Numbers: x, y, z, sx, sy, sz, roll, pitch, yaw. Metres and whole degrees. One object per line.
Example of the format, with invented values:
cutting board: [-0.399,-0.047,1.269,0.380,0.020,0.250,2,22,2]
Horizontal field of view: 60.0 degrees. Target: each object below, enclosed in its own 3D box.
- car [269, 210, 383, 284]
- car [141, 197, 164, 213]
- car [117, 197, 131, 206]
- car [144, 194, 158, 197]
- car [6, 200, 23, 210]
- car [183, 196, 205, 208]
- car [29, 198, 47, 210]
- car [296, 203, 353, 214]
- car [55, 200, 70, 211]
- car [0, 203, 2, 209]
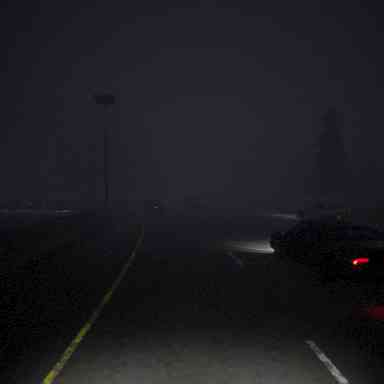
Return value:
car: [3.884,1.484,9.450,2.033,1.411,5.357,-1,0,-6]
car: [-4.438,1.647,38.115,1.994,1.385,4.181,-1,0,-15]
car: [-12.701,1.733,62.409,1.837,1.490,4.892,1,-1,-25]
car: [-7.523,1.362,59.614,2.150,2.045,5.566,0,0,-24]
car: [-27.336,1.986,51.389,1.837,1.490,4.892,-1,0,-21]
car: [0.233,1.358,47.360,2.097,1.767,4.553,-1,0,-18]
car: [-23.162,1.754,50.167,2.097,1.767,4.553,-1,0,-20]
car: [9.398,1.447,24.159,1.895,1.301,4.718,-1,0,-9]
car: [-18.252,1.866,47.044,2.033,1.411,5.357,-1,0,-18]
car: [-32.389,2.114,54.397,1.994,1.385,4.181,-1,0,-23]
